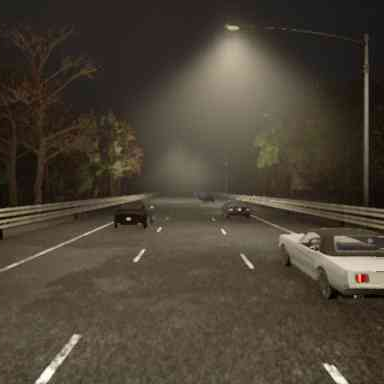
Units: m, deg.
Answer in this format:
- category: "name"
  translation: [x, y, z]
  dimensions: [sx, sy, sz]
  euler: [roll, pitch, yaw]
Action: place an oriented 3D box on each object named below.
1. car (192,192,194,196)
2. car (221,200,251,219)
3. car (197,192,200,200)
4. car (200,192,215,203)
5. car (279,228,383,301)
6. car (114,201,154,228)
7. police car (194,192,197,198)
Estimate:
- category: "car"
  translation: [1.889, 0.752, 90.308]
  dimensions: [2.128, 1.511, 4.902]
  euler: [0, 1, -2]
- category: "car"
  translation: [3.447, 1.338, 26.843]
  dimensions: [2.033, 1.411, 5.357]
  euler: [0, 0, -1]
- category: "car"
  translation: [2.573, 1.013, 68.245]
  dimensions: [1.994, 1.385, 4.181]
  euler: [0, 0, -2]
- category: "car"
  translation: [2.846, 1.021, 57.211]
  dimensions: [1.882, 1.535, 5.008]
  euler: [0, 0, -1]
- category: "car"
  translation: [3.580, 1.537, 8.135]
  dimensions: [1.895, 1.301, 4.718]
  euler: [0, 0, 0]
- category: "car"
  translation: [-3.497, 1.316, 20.731]
  dimensions: [1.882, 1.535, 5.008]
  euler: [0, 0, 0]
- category: "police car"
  translation: [2.251, 0.780, 79.387]
  dimensions: [1.930, 1.638, 5.238]
  euler: [0, 0, -2]
